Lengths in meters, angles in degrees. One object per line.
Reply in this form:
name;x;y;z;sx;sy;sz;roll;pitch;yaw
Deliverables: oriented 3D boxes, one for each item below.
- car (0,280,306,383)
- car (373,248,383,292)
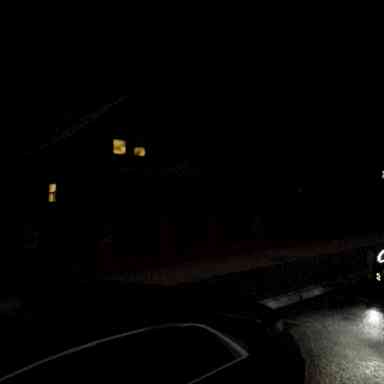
car;-1.204;1.524;2.121;4.892;1.490;1.837;0;-1;-39
car;6.153;1.382;7.740;4.553;1.767;2.097;0;0;-37
